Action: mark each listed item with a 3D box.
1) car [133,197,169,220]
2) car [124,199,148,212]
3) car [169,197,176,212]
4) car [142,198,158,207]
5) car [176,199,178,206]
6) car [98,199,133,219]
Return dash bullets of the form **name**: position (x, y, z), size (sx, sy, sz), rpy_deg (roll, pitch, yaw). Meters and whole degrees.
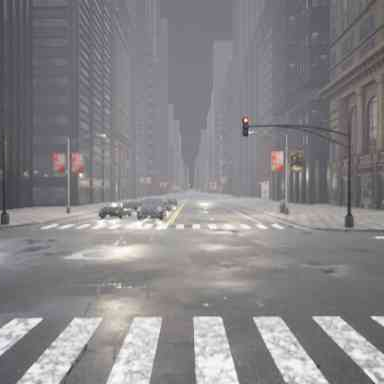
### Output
- **car**: position (-3.345, 1.350, 28.130), size (2.097, 1.767, 4.553), rpy_deg (0, 0, 0)
- **car**: position (-6.593, 1.540, 39.688), size (2.033, 1.411, 5.357), rpy_deg (0, 0, 0)
- **car**: position (-3.344, 1.541, 39.001), size (2.033, 1.411, 5.357), rpy_deg (0, 0, 0)
- **car**: position (-6.590, 1.584, 52.101), size (1.895, 1.301, 4.718), rpy_deg (0, 0, 0)
- **car**: position (-3.333, 1.546, 53.116), size (1.994, 1.385, 4.181), rpy_deg (0, 0, 0)
- **car**: position (-6.570, 1.545, 29.387), size (2.033, 1.411, 5.357), rpy_deg (0, 0, 4)
